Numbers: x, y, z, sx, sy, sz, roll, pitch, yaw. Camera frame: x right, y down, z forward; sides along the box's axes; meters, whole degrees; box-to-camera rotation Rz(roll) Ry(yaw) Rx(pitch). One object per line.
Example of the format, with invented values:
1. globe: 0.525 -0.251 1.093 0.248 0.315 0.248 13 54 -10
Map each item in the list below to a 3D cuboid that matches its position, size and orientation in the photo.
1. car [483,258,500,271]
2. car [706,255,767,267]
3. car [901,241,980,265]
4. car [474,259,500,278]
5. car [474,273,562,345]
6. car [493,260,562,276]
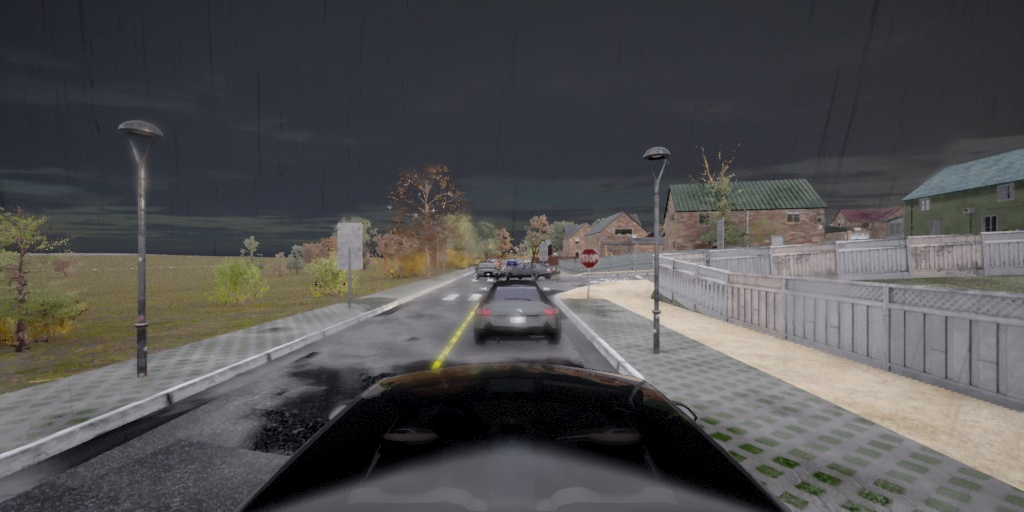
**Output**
1. car: -2.860 1.120 51.260 2.097 1.767 4.553 0 0 1
2. car: 14.382 0.413 22.911 4.181 1.385 1.994 -3 0 16
3. car: 23.883 -0.209 20.492 4.902 1.511 2.128 -3 0 14
4. car: -2.258 1.257 31.442 1.837 1.490 4.892 0 0 -8
5. car: 0.100 1.313 9.517 1.994 1.385 4.181 0 0 -1
6. car: 1.330 1.197 28.532 5.357 1.411 2.033 -4 -3 43
